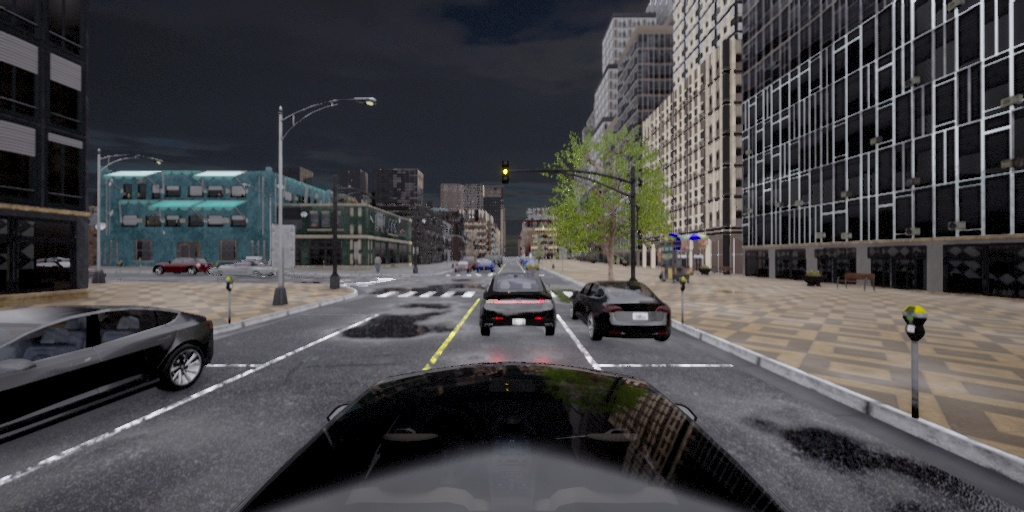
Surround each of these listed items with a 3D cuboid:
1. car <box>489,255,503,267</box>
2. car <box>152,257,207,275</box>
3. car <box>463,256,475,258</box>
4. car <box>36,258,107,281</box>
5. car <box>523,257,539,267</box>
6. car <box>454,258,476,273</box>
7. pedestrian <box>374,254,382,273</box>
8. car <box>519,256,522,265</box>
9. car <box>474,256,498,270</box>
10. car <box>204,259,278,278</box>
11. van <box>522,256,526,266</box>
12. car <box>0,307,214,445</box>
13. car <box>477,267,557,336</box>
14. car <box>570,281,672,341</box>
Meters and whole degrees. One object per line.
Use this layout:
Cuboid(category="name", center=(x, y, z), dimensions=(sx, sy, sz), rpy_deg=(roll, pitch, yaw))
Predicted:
Cuboid(category="car", center=(-3.020, 0.852, 59.926), dimensions=(2.150, 2.045, 5.566), rpy_deg=(0, 0, 0))
Cuboid(category="car", center=(-28.362, 0.816, 30.926), dimensions=(4.097, 1.591, 1.967), rpy_deg=(0, 0, -1))
Cuboid(category="car", center=(-5.679, 0.968, 47.636), dimensions=(2.192, 1.841, 5.009), rpy_deg=(0, 0, 0))
Cuboid(category="car", center=(-28.246, 0.935, 22.546), dimensions=(4.207, 1.307, 1.802), rpy_deg=(0, 0, -1))
Cuboid(category="car", center=(2.701, 1.179, 47.807), dimensions=(1.751, 1.417, 4.829), rpy_deg=(0, 0, 0))
Cuboid(category="car", center=(-5.681, 1.247, 42.086), dimensions=(1.802, 1.307, 4.207), rpy_deg=(0, 0, 0))
Cuboid(category="pedestrian", center=(-12.742, 0.719, 34.089), dimensions=(0.375, 1.860, 0.375), rpy_deg=(0, -1, -1))
Cuboid(category="car", center=(2.705, 1.170, 64.290), dimensions=(2.007, 1.370, 4.403), rpy_deg=(0, 0, 0))
Cuboid(category="car", center=(-3.076, 1.141, 42.934), dimensions=(1.882, 1.535, 5.008), rpy_deg=(0, 0, 2))
Cuboid(category="car", center=(-21.040, 1.060, 28.467), dimensions=(4.718, 1.301, 1.895), rpy_deg=(1, 0, -1))
Cuboid(category="van", center=(2.702, 0.983, 53.188), dimensions=(1.690, 1.789, 3.998), rpy_deg=(0, 0, 0))
Cuboid(category="car", center=(-5.689, 1.311, 4.070), dimensions=(1.948, 1.339, 4.313), rpy_deg=(0, 0, 0))
Cuboid(category="car", center=(0.112, 1.224, 10.277), dimensions=(2.128, 1.511, 4.902), rpy_deg=(0, 0, -1))
Cuboid(category="car", center=(2.692, 1.299, 9.608), dimensions=(1.948, 1.339, 4.313), rpy_deg=(0, 0, 0))
